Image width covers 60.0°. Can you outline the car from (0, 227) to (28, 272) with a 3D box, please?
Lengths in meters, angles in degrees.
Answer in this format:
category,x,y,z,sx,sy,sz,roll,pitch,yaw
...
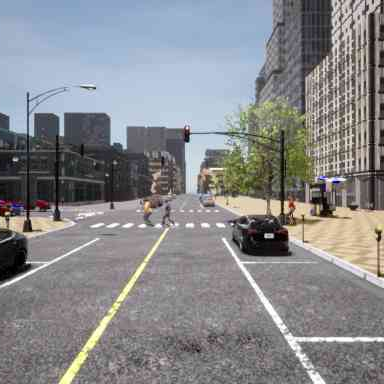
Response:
category,x,y,z,sx,sy,sz,roll,pitch,yaw
car,-5.684,1.566,8.153,1.947,1.339,4.313,0,0,0

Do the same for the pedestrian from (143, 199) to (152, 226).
category,x,y,z,sx,sy,sz,roll,pitch,yaw
pedestrian,-2.904,1.295,21.860,0.375,1.860,0.375,0,0,0

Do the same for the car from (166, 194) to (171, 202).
category,x,y,z,sx,sy,sz,roll,pitch,yaw
car,-5.666,1.555,62.822,2.008,1.369,4.403,0,0,0

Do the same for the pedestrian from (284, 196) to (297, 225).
category,x,y,z,sx,sy,sz,roll,pitch,yaw
pedestrian,6.103,1.143,20.648,0.375,1.860,0.375,0,0,0

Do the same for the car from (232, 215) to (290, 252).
category,x,y,z,sx,sy,sz,roll,pitch,yaw
car,2.698,1.567,13.690,1.947,1.339,4.313,0,0,0

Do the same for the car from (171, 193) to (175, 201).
category,x,y,z,sx,sy,sz,roll,pitch,yaw
car,-5.661,1.532,79.304,1.752,1.417,4.829,0,0,0

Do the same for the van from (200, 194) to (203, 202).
category,x,y,z,sx,sy,sz,roll,pitch,yaw
van,2.714,1.345,57.270,1.690,1.788,3.998,0,0,0

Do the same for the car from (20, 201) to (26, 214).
category,x,y,z,sx,sy,sz,roll,pitch,yaw
car,-17.363,1.322,29.371,4.674,1.442,1.812,1,0,-2

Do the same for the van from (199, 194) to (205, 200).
category,x,y,z,sx,sy,sz,roll,pitch,yaw
van,2.725,1.349,90.576,1.690,1.788,3.998,0,0,0

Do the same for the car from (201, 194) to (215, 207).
category,x,y,z,sx,sy,sz,roll,pitch,yaw
car,2.711,1.529,51.889,1.752,1.417,4.829,0,0,0

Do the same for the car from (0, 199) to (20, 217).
category,x,y,z,sx,sy,sz,roll,pitch,yaw
car,-17.139,1.101,26.800,5.009,1.841,2.192,1,-1,-1

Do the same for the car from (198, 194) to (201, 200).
category,x,y,z,sx,sy,sz,roll,pitch,yaw
car,2.716,1.556,68.372,2.008,1.369,4.403,0,0,0

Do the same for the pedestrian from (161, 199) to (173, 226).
category,x,y,z,sx,sy,sz,roll,pitch,yaw
pedestrian,-1.616,1.295,21.346,0.375,1.860,0.375,0,0,0

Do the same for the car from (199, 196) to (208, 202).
category,x,y,z,sx,sy,sz,roll,pitch,yaw
car,2.720,1.573,79.474,1.947,1.339,4.313,0,0,0

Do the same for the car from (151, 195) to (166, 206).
category,x,y,z,sx,sy,sz,roll,pitch,yaw
car,-5.669,1.318,51.719,2.192,1.841,5.009,0,0,0

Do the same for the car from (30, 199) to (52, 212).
category,x,y,z,sx,sy,sz,roll,pitch,yaw
car,-17.257,1.372,35.175,4.507,1.381,1.887,1,-1,-1

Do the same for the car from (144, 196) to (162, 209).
category,x,y,z,sx,sy,sz,roll,pitch,yaw
car,-5.672,1.585,46.168,1.802,1.307,4.206,0,0,0
